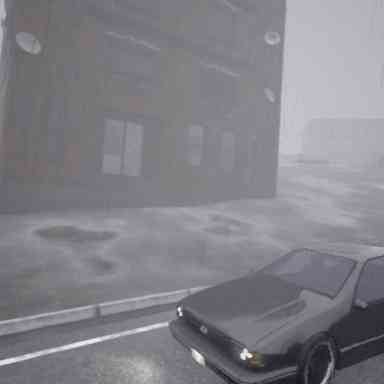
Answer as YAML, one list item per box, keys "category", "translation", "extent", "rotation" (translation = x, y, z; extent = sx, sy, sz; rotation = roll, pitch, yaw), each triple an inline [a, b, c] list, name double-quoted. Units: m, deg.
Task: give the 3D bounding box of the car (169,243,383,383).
- category: "car"
  translation: [2.383, 1.564, 5.217]
  extent: [5.357, 1.411, 2.033]
  rotation: [1, 0, -30]

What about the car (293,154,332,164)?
- category: "car"
  translation: [14.768, -3.691, 40.822]
  extent: [4.553, 1.767, 2.185]
  rotation: [3, -2, 10]

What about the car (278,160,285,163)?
- category: "car"
  translation: [9.361, -3.778, 41.805]
  extent: [4.674, 1.452, 2.002]
  rotation: [3, -2, 10]
